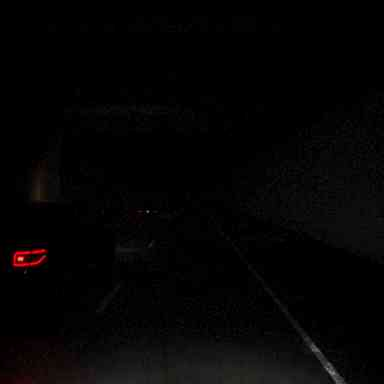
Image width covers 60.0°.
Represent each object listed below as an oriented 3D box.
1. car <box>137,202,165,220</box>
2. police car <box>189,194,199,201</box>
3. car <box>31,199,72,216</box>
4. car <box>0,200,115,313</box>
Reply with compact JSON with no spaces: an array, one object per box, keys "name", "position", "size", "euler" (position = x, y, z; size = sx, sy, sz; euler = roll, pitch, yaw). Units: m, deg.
[{"name":"car","position":[-3.405,1.565,28.167],"size":[2.033,1.411,5.357],"euler":[0,0,0]},{"name":"police car","position":[0.920,1.480,88.497],"size":[1.930,1.638,5.238],"euler":[0,0,-3]},{"name":"car","position":[-14.101,1.512,33.756],"size":[2.128,1.511,4.902],"euler":[0,0,0]},{"name":"car","position":[-3.401,1.226,7.804],"size":[2.150,2.045,5.566],"euler":[0,0,0]}]
